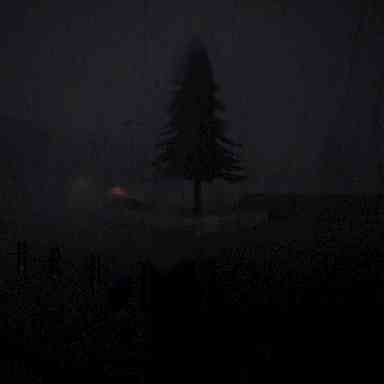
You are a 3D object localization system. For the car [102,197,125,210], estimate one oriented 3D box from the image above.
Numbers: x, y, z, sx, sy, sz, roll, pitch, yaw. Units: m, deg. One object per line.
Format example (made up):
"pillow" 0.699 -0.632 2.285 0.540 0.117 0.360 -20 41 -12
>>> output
"car" -9.282 1.457 42.736 1.882 1.535 5.008 0 0 36

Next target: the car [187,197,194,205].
"car" 1.079 1.523 57.019 1.837 1.490 4.892 0 0 36

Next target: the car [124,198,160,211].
"car" -5.904 1.546 41.439 1.994 1.385 4.181 0 0 36

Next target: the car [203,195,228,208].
"car" 4.004 1.549 49.007 1.994 1.385 4.181 0 0 37

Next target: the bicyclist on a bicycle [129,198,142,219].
"bicyclist on a bicycle" -4.252 1.290 24.908 1.656 1.620 0.582 0 0 36

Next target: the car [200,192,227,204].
"car" 3.906 1.014 54.954 2.150 2.045 5.566 0 0 36

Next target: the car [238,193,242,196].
"car" 9.756 1.208 57.104 2.150 2.045 5.566 0 0 36

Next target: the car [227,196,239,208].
"car" 7.447 1.589 47.783 1.895 1.301 4.718 0 0 36
